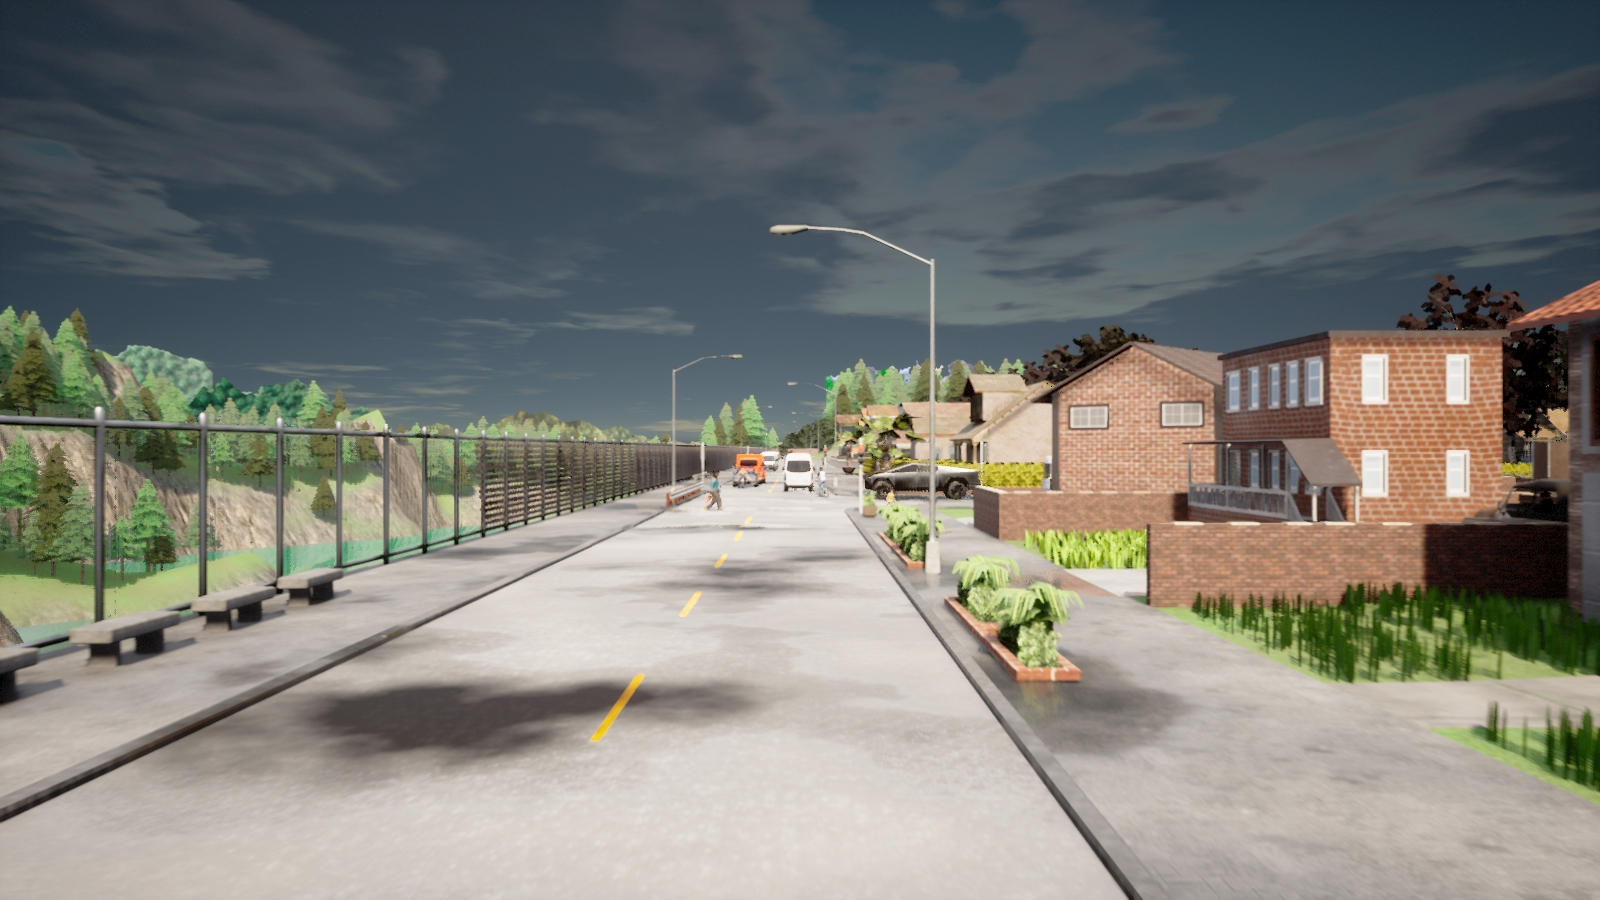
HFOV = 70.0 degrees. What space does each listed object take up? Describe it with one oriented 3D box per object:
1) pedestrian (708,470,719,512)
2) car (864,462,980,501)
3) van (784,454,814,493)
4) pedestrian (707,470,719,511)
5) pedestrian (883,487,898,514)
[{"bbox_3d":[-3.911,1.848,51.722,0.375,1.860,0.375,0,0,27],"label":"pedestrian"},{"bbox_3d":[6.746,1.754,63.963,6.274,2.098,2.390,0,0,1],"label":"car"},{"bbox_3d":[-0.091,1.534,78.128,1.988,2.561,5.915,0,0,0],"label":"van"},{"bbox_3d":[-3.998,1.848,52.482,0.375,1.860,0.375,0,0,24],"label":"pedestrian"},{"bbox_3d":[3.816,2.125,48.027,0.500,1.100,0.500,0,0,-12],"label":"pedestrian"}]
